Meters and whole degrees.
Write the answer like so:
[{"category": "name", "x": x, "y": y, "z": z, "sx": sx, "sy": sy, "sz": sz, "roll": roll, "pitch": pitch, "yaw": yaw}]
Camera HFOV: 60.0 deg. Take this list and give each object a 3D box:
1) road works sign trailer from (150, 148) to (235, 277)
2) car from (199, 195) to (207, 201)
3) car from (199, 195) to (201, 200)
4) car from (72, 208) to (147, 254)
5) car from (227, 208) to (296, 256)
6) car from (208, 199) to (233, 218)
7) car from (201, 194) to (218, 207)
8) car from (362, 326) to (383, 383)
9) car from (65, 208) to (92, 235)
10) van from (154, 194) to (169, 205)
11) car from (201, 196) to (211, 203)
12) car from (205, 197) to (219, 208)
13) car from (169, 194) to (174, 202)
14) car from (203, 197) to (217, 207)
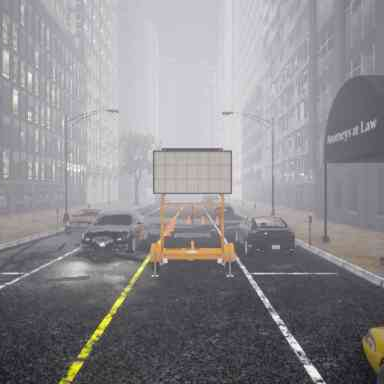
[{"category": "road works sign trailer", "x": 0.018, "y": 0.463, "z": 10.214, "sx": 2.380, "sy": 3.560, "sz": 2.880, "roll": 0, "pitch": 0, "yaw": 0}, {"category": "car", "x": 2.862, "y": 1.466, "z": 87.169, "sx": 1.752, "sy": 1.417, "sz": 4.829, "roll": 0, "pitch": 0, "yaw": 0}, {"category": "car", "x": 2.802, "y": 1.289, "z": 58.507, "sx": 2.192, "sy": 1.841, "sz": 5.009, "roll": 0, "pitch": 0, "yaw": 0}, {"category": "car", "x": -2.975, "y": 1.502, "z": 13.472, "sx": 1.837, "sy": 1.490, "sz": 4.892, "roll": 0, "pitch": 0, "yaw": 0}, {"category": "car", "x": 2.710, "y": 1.549, "z": 12.922, "sx": 2.008, "sy": 1.369, "sz": 4.403, "roll": 0, "pitch": 0, "yaw": 0}, {"category": "car", "x": 2.745, "y": 1.559, "z": 30.016, "sx": 1.947, "sy": 1.339, "sz": 4.313, "roll": 0, "pitch": 0, "yaw": 0}, {"category": "car", "x": 2.779, "y": 1.299, "z": 47.111, "sx": 2.192, "sy": 1.841, "sz": 5.009, "roll": 0, "pitch": 0, "yaw": 0}, {"category": "car", "x": 2.687, "y": 1.525, "z": 1.697, "sx": 1.752, "sy": 1.417, "sz": 4.829, "roll": 0, "pitch": 0, "yaw": 0}, {"category": "car", "x": -5.659, "y": 1.579, "z": 18.643, "sx": 1.802, "sy": 1.307, "sz": 4.206, "roll": 0, "pitch": 0, "yaw": 0}, {"category": "van", "x": -5.579, "y": 1.315, "z": 58.529, "sx": 1.690, "sy": 1.788, "sz": 3.998, "roll": 0, "pitch": 0, "yaw": 0}, {"category": "car", "x": 2.826, "y": 1.508, "z": 69.904, "sx": 1.887, "sy": 1.381, "sz": 4.507, "roll": 0, "pitch": 0, "yaw": 0}, {"category": "car", "x": 2.757, "y": 1.535, "z": 35.714, "sx": 1.887, "sy": 1.381, "sz": 4.507, "roll": 0, "pitch": 0, "yaw": 0}, {"category": "car", "x": -5.554, "y": 1.514, "z": 69.923, "sx": 2.008, "sy": 1.369, "sz": 4.403, "roll": 0, "pitch": 0, "yaw": 0}, {"category": "car", "x": 2.791, "y": 1.524, "z": 52.808, "sx": 1.887, "sy": 1.381, "sz": 4.507, "roll": 0, "pitch": 0, "yaw": 0}]
